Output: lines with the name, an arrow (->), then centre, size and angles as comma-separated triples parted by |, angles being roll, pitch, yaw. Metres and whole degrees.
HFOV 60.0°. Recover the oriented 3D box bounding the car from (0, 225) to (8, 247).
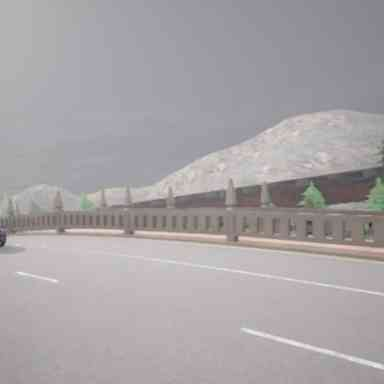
car -> -10.526, 1.952, 15.817 | 4.674, 1.442, 1.812 | -4, -2, 35
